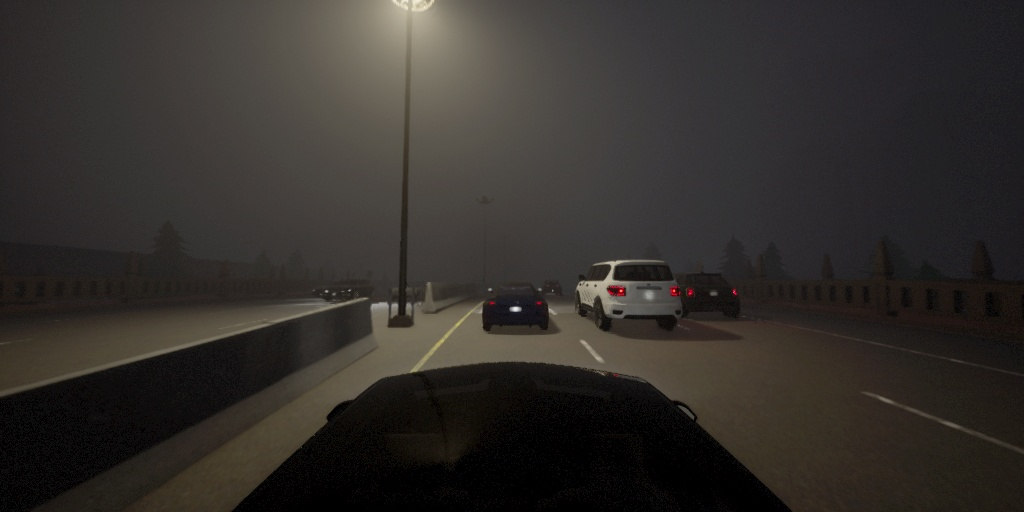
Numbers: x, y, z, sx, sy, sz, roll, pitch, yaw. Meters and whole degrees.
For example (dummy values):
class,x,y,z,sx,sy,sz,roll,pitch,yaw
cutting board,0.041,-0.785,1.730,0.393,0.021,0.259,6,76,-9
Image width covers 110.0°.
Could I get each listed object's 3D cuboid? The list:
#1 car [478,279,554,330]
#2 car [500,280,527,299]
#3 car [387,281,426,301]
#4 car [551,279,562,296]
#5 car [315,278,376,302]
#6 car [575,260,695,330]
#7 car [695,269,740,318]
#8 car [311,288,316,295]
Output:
class,x,y,z,sx,sy,sz,roll,pitch,yaw
car,0.102,1.540,12.029,1.994,1.385,4.181,0,-2,0
car,0.106,2.703,29.750,2.033,1.411,5.357,0,-4,0
car,-7.096,2.409,25.113,1.895,1.301,4.718,0,-4,0
car,3.607,2.983,34.055,1.837,1.490,4.892,0,-4,0
car,-10.594,2.213,23.773,1.837,1.490,4.892,0,-5,0
car,3.602,1.199,12.087,2.150,2.045,5.566,0,-2,0
car,7.103,1.454,14.740,2.097,1.767,4.553,0,-3,0
car,-14.093,2.668,29.268,2.033,1.411,5.357,0,-4,0
